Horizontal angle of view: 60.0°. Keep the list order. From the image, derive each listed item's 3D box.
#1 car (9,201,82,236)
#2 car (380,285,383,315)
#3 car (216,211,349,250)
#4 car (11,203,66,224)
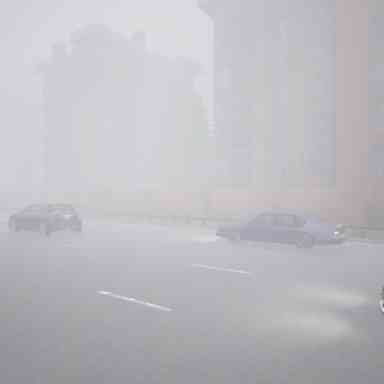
[{"bbox_3d":[-8.179,1.351,18.441,4.553,1.767,2.097,0,0,36],"label":"car"},{"bbox_3d":[5.341,1.505,4.479,4.892,1.490,1.837,0,0,36],"label":"car"},{"bbox_3d":[3.717,1.547,14.241,5.357,1.411,2.033,0,0,36],"label":"car"},{"bbox_3d":[-11.720,1.564,25.265,4.181,1.385,1.994,0,0,36],"label":"car"}]
